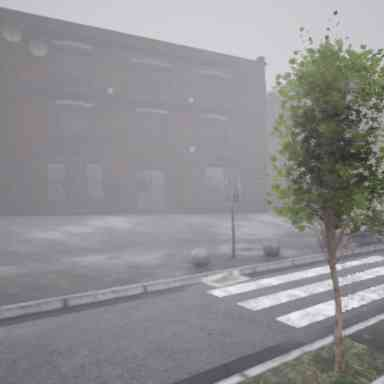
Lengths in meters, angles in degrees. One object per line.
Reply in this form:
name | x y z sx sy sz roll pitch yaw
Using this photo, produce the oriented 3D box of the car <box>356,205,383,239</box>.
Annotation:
car | 10.641 1.381 17.161 5.566 2.045 2.435 1 0 -35
